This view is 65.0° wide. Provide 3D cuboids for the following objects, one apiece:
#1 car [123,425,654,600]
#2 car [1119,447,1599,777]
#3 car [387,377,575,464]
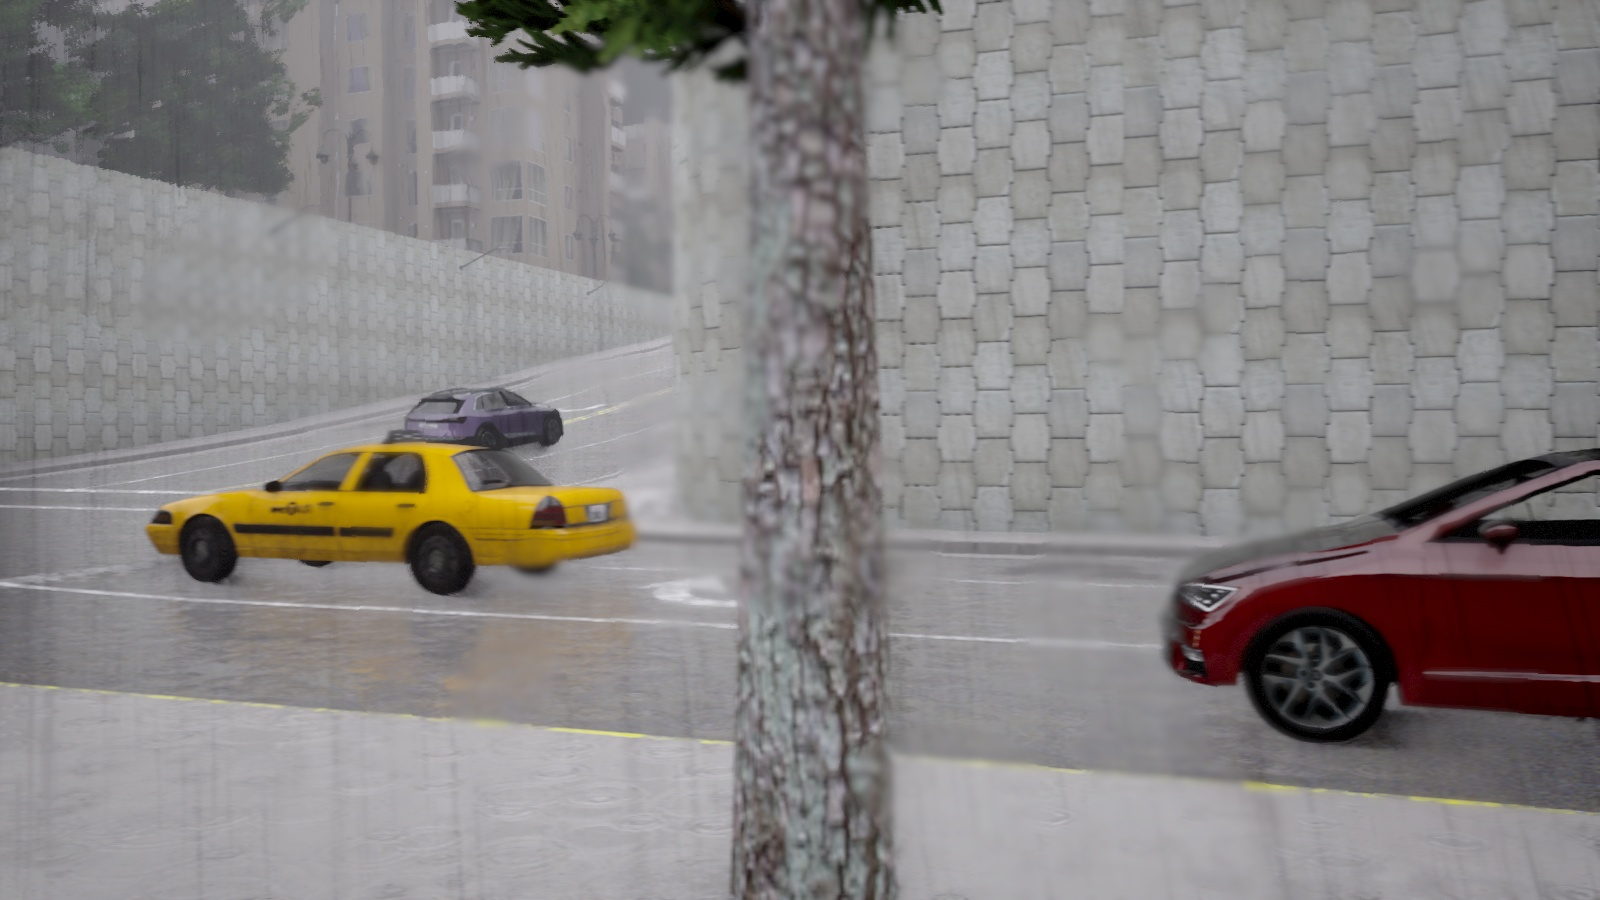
[{"bbox_3d":[-4.347,0.538,13.186,5.366,1.575,1.801,1,1,21],"label":"car"},{"bbox_3d":[3.917,0.749,6.623,4.193,1.474,1.816,1,1,19],"label":"car"},{"bbox_3d":[-7.674,-0.819,30.824,2.033,1.649,4.856,1,7,20],"label":"car"}]
